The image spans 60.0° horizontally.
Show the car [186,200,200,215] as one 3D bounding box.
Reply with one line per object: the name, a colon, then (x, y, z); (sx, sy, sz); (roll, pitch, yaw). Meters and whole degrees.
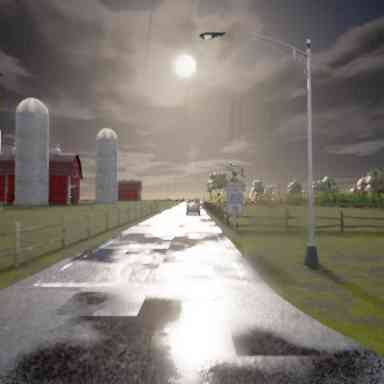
car: (0.155, 2.184, 44.118); (2.128, 1.511, 4.902); (0, -1, 0)
